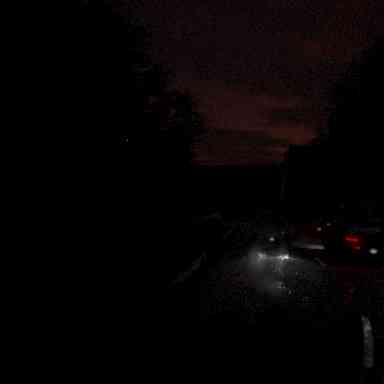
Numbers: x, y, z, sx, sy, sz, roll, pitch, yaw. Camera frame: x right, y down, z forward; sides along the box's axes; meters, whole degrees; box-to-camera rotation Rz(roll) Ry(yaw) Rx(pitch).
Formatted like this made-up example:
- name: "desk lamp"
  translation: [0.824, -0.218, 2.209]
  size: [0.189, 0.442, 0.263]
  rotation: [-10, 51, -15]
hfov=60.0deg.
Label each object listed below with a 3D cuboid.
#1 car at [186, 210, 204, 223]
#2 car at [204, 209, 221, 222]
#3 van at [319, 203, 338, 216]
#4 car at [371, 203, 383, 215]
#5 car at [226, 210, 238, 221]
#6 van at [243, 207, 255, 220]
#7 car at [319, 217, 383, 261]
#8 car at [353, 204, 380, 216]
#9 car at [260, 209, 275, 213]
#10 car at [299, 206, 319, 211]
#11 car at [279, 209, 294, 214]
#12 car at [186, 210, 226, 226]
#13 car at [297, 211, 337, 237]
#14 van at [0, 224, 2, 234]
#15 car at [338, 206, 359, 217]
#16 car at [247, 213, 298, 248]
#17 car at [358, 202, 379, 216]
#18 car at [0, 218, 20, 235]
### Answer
- name: "car"
  translation: [0.554, 3.870, 53.064]
  size: [2.185, 1.767, 4.553]
  rotation: [-3, -2, 10]
- name: "car"
  translation: [3.313, 3.717, 52.590]
  size: [2.185, 1.767, 4.553]
  rotation: [-3, -2, 10]
- name: "van"
  translation: [19.875, 2.706, 49.830]
  size: [1.878, 1.987, 4.442]
  rotation: [-3, -2, 10]
- name: "car"
  translation: [28.139, 2.473, 48.289]
  size: [2.097, 1.535, 5.008]
  rotation: [-3, -2, 10]
- name: "car"
  translation: [6.061, 3.563, 52.053]
  size: [2.185, 1.767, 4.553]
  rotation: [-3, -2, 10]
- name: "van"
  translation: [8.840, 3.315, 51.728]
  size: [1.878, 1.987, 4.442]
  rotation: [-3, -2, 10]
- name: "car"
  translation: [6.712, 1.947, 13.700]
  size: [1.812, 1.442, 4.674]
  rotation: [0, -3, 12]
- name: "car"
  translation: [25.351, 2.615, 48.575]
  size: [1.946, 1.575, 5.366]
  rotation: [-3, -2, 10]
- name: "car"
  translation: [11.591, 3.385, 51.136]
  size: [2.097, 1.535, 5.008]
  rotation: [-3, -2, 10]
- name: "car"
  translation: [17.113, 3.111, 50.209]
  size: [2.163, 1.488, 4.792]
  rotation: [-3, -2, 10]
- name: "car"
  translation: [14.355, 3.263, 50.683]
  size: [2.163, 1.488, 4.792]
  rotation: [-3, -2, 10]
- name: "car"
  translation: [1.251, 3.381, 44.706]
  size: [5.566, 2.045, 2.150]
  rotation: [-3, -2, 10]
- name: "car"
  translation: [8.851, 2.412, 24.321]
  size: [1.882, 1.535, 5.008]
  rotation: [0, -3, 11]
- name: "van"
  translation: [-23.227, 4.566, 43.742]
  size: [1.878, 1.987, 4.442]
  rotation: [-3, -2, 10]
- name: "car"
  translation: [22.621, 2.804, 49.202]
  size: [2.163, 1.488, 4.792]
  rotation: [-3, -2, 10]
- name: "car"
  translation: [4.274, 2.102, 18.272]
  size: [2.128, 1.511, 4.902]
  rotation: [0, -3, 11]
- name: "car"
  translation: [20.739, 2.118, 36.327]
  size: [2.435, 2.045, 5.566]
  rotation: [-3, -2, 10]
- name: "car"
  translation: [-25.945, 4.694, 44.299]
  size: [2.435, 2.045, 5.566]
  rotation: [-3, -2, 10]
